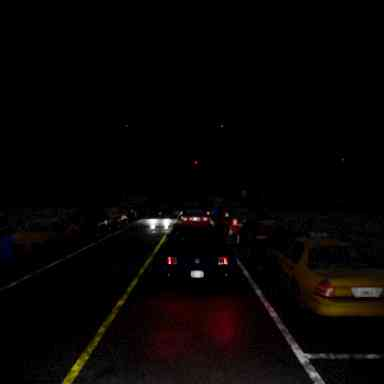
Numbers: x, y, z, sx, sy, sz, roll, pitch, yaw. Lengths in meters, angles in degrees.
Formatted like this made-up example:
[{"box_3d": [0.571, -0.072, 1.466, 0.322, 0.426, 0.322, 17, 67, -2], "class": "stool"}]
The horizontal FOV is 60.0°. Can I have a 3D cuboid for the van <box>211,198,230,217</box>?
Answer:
[{"box_3d": [2.900, 1.569, 34.617, 1.690, 1.788, 3.998, 0, 0, 0], "class": "van"}]

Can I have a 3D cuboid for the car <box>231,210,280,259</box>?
[{"box_3d": [2.811, 1.628, 12.867, 1.887, 1.381, 4.507, 0, 0, 0], "class": "car"}]

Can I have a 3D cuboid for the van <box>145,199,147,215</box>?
[{"box_3d": [-5.625, 1.568, 34.653, 1.690, 1.788, 3.998, 0, 0, 0], "class": "van"}]

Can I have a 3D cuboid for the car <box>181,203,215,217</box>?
[{"box_3d": [0.189, 1.694, 22.565, 2.033, 1.411, 5.357, 0, 0, 0], "class": "car"}]

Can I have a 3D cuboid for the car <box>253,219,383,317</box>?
[{"box_3d": [2.789, 1.575, 7.599, 1.752, 1.417, 4.829, 0, 0, 0], "class": "car"}]

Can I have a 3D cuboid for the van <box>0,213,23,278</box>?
[{"box_3d": [-5.737, 1.389, 7.466, 1.690, 1.788, 3.998, 0, 0, 0], "class": "van"}]

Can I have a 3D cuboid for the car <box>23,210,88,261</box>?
[{"box_3d": [-5.715, 1.607, 12.732, 1.752, 1.417, 4.829, 0, 0, 0], "class": "car"}]

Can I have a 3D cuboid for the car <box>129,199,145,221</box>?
[{"box_3d": [-5.647, 1.631, 29.215, 1.967, 1.590, 4.097, 0, 0, 0], "class": "car"}]

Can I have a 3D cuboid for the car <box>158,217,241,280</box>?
[{"box_3d": [0.138, 1.666, 10.075, 1.895, 1.301, 4.718, 0, 0, 0], "class": "car"}]

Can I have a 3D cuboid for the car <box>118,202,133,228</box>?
[{"box_3d": [-5.670, 1.679, 23.607, 1.752, 1.417, 4.829, 0, 0, 0], "class": "car"}]

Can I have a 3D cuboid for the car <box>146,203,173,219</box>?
[{"box_3d": [-2.873, 1.779, 31.867, 1.994, 1.385, 4.181, 0, 0, 0], "class": "car"}]

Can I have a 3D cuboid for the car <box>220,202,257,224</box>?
[{"box_3d": [2.833, 1.559, 18.304, 1.967, 1.590, 4.097, 0, 0, 0], "class": "car"}]

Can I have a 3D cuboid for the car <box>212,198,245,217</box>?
[{"box_3d": [2.855, 1.470, 23.743, 2.192, 1.841, 5.009, 0, 0, 0], "class": "car"}]

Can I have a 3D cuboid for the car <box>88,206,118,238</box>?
[{"box_3d": [-5.692, 1.685, 18.339, 1.947, 1.339, 4.313, 0, 0, 0], "class": "car"}]
